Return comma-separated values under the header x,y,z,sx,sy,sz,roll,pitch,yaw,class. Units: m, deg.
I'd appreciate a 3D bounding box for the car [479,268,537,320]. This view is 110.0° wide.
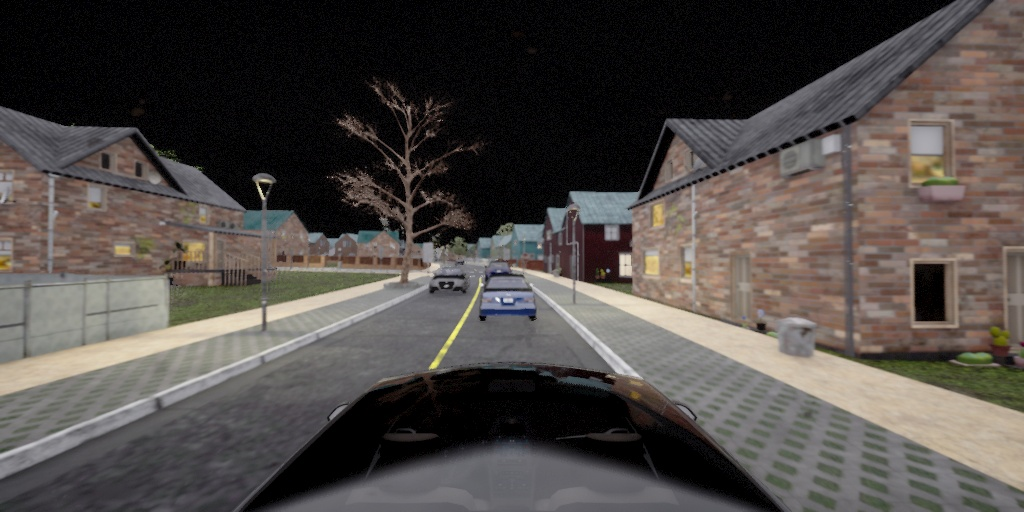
x,y,z,sx,sy,sz,roll,pitch,yaw,class
-0.183,1.316,12.751,2.033,1.411,5.357,0,0,-2,car

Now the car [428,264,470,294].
x,y,z,sx,sy,sz,roll,pitch,yaw,class
-3.452,1.344,20.331,1.994,1.385,4.181,0,0,-3,car

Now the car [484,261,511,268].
x,y,z,sx,sy,sz,roll,pitch,yaw,class
-1.104,1.146,28.591,2.097,1.767,4.553,0,0,-4,car
